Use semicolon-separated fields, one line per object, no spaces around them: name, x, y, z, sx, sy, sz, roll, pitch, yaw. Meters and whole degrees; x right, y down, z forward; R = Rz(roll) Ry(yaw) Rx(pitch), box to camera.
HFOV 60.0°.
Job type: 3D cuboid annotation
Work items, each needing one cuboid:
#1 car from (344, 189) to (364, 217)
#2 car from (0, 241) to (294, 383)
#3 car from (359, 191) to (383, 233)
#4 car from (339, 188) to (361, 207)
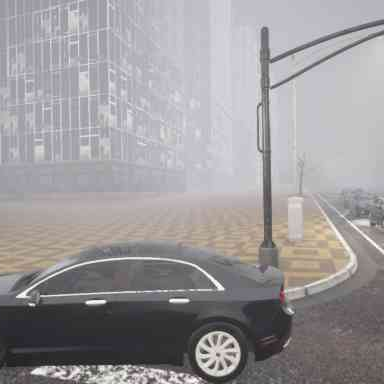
car;11.037;0.759;20.718;1.994;1.385;4.181;-1;2;17
car;-1.085;1.505;4.775;4.892;1.490;1.837;0;0;0
car;8.995;0.928;14.422;2.128;1.511;4.902;-1;2;18
car;13.025;0.453;26.784;2.128;1.511;4.902;-1;2;18
